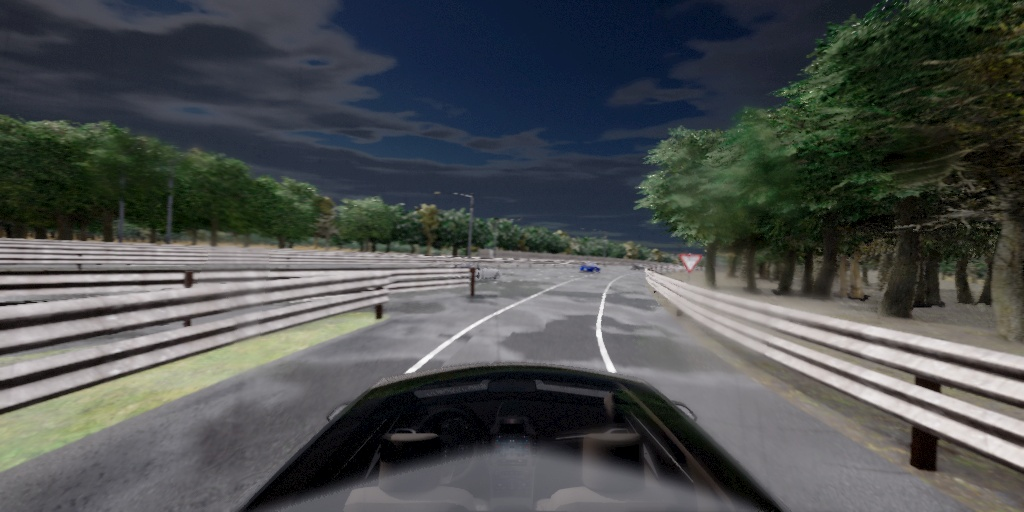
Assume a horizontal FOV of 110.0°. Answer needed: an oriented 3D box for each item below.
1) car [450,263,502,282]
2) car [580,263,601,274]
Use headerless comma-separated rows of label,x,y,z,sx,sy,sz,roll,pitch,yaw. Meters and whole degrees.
car,-2.648,1.215,27.179,1.895,1.301,4.718,3,0,29
car,11.456,1.750,52.114,1.882,1.535,5.008,3,0,30
